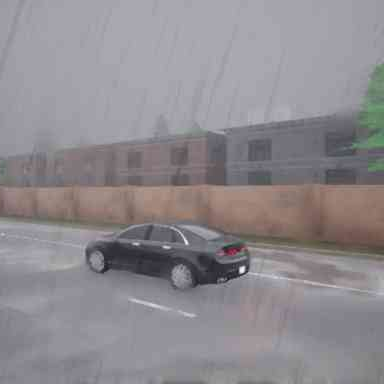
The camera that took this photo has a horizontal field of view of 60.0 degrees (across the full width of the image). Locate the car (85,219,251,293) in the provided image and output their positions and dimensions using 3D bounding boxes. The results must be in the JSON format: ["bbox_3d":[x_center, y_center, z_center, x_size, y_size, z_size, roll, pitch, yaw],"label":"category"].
[{"bbox_3d":[-0.842,1.493,8.890,4.892,1.490,1.837,0,0,35],"label":"car"}]
